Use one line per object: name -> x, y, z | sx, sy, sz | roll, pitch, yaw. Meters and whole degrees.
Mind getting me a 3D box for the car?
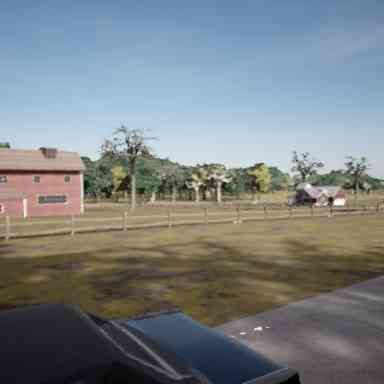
car -> -1.539, 1.601, 1.974 | 4.718, 1.301, 1.895 | 0, 0, -36
